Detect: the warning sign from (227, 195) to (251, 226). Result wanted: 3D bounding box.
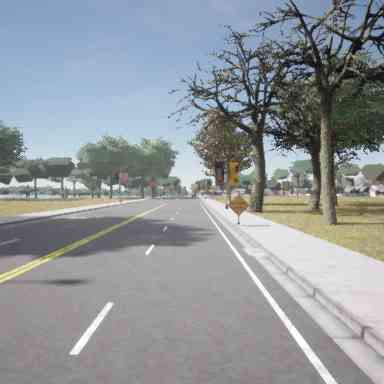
[{"bbox_3d":[2.850,1.103,20.275,1.300,1.860,1.060,0,0,0],"label":"warning sign"}]
